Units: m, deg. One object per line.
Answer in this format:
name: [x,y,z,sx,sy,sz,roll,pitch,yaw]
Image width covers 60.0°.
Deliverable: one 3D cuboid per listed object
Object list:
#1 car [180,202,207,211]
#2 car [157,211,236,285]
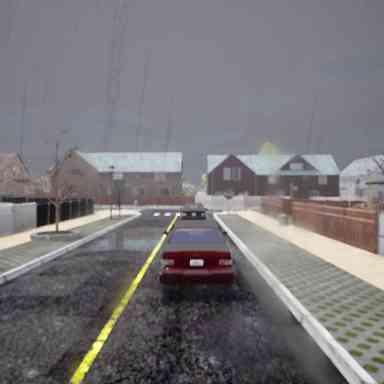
car: [0.118,1.445,23.533,2.033,1.411,5.357,0,0,0]
car: [0.106,1.506,9.459,2.033,1.411,5.357,0,0,0]
